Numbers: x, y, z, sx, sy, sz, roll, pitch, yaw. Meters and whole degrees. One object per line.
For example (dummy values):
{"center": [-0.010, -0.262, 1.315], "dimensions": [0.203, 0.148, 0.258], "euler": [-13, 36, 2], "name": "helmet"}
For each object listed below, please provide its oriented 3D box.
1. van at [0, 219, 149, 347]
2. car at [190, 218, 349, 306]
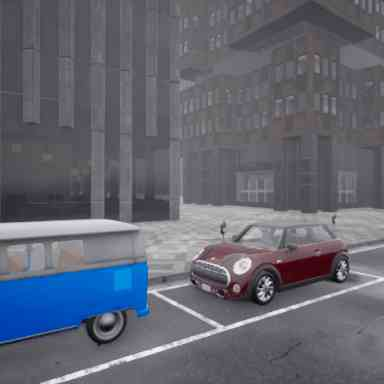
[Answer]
{"center": [-2.591, 1.341, 4.799], "dimensions": [3.998, 1.788, 1.690], "euler": [0, 0, -35], "name": "van"}
{"center": [1.920, 1.440, 7.987], "dimensions": [4.097, 1.590, 1.967], "euler": [0, 0, -35], "name": "car"}
